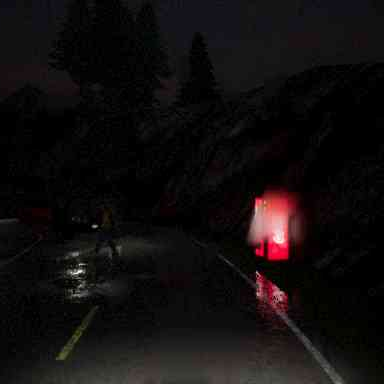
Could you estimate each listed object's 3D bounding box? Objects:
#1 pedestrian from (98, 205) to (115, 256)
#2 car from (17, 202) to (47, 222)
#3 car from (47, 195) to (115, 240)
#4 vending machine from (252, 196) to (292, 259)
[{"bbox_3d":[-2.989,1.294,11.640,0.375,1.860,0.375,0,0,-11],"label":"pedestrian"},{"bbox_3d":[-10.633,1.478,24.873,5.008,1.535,1.882,0,0,16],"label":"car"},{"bbox_3d":[-5.919,1.220,17.668,2.150,2.045,5.566,2,-1,-32],"label":"car"},{"bbox_3d":[2.781,1.195,11.596,1.100,2.100,0.880,0,0,-10],"label":"vending machine"}]
